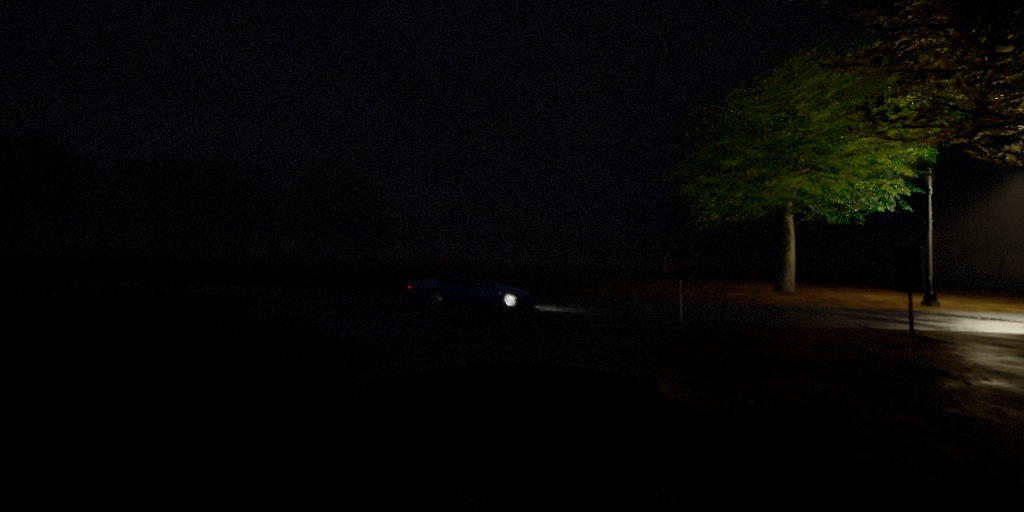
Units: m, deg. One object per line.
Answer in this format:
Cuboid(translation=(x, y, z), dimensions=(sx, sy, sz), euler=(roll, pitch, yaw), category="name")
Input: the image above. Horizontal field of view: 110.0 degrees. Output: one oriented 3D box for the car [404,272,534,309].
Cuboid(translation=(-1.764, 1.407, 15.379), dimensions=(5.357, 1.411, 2.033), euler=(3, -2, -4), category="car")
